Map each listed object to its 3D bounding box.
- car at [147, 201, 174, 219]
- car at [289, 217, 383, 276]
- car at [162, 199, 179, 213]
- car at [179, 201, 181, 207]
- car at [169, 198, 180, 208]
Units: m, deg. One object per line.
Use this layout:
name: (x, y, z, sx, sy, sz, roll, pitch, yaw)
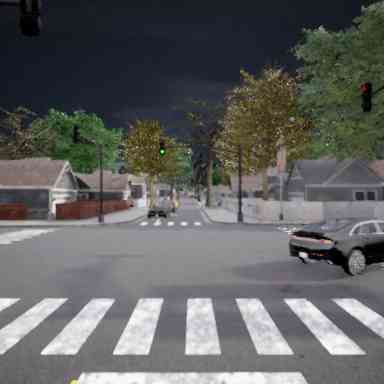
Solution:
car: (-3.169, 1.881, 32.492, 1.895, 1.301, 4.718, 0, -1, 1)
car: (5.293, 1.537, 10.390, 4.902, 1.511, 2.128, 0, -1, -26)
car: (-3.179, 1.722, 42.465, 2.097, 1.767, 4.553, 0, -1, 0)
car: (-3.179, 1.941, 52.574, 1.882, 1.535, 5.008, 0, -1, 0)
car: (-3.198, 2.051, 62.170, 1.837, 1.490, 4.892, 0, 1, 1)
